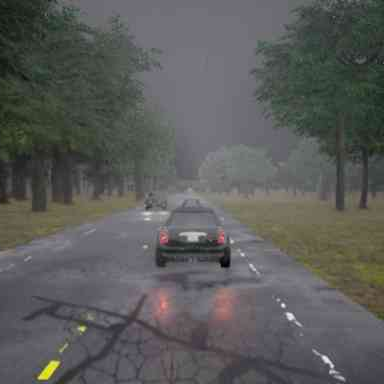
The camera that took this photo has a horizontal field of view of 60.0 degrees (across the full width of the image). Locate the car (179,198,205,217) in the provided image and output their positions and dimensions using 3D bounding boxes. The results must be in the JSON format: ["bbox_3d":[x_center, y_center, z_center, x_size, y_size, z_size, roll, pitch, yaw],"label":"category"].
[{"bbox_3d":[-0.012,1.287,28.322,1.994,1.385,4.181,0,0,0],"label":"car"}]

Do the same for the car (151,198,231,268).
[{"bbox_3d":[0.053,1.242,11.037,2.097,1.767,4.553,0,1,1],"label":"car"}]

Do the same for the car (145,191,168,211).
[{"bbox_3d":[-3.737,0.881,36.009,2.150,2.045,5.566,0,1,0],"label":"car"}]
